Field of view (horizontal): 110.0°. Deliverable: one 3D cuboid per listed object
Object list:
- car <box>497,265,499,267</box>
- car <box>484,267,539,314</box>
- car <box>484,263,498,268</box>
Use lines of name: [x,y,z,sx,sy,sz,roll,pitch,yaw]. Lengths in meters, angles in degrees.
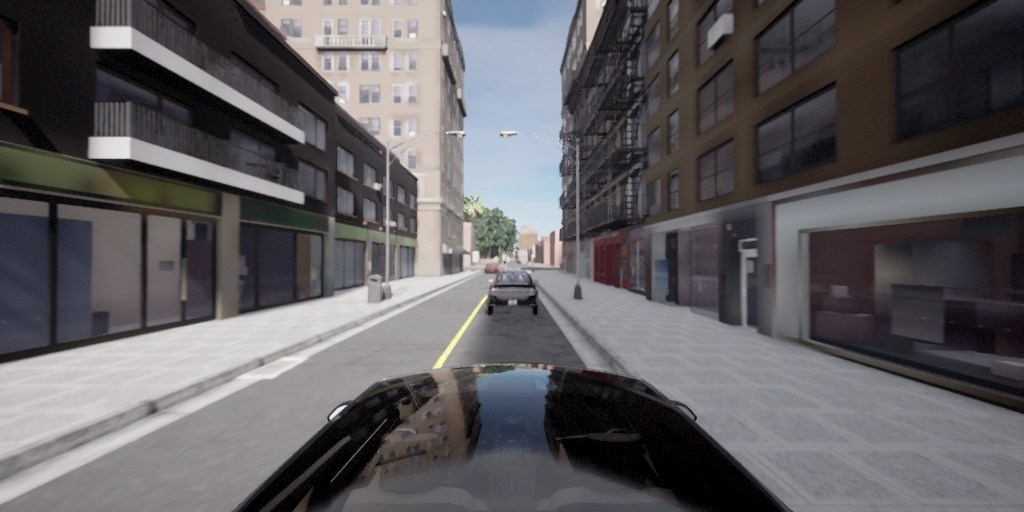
car: [0.042,1.579,28.636,1.895,1.301,4.718,0,0,1]
car: [0.046,1.346,14.237,2.128,1.511,4.902,0,0,1]
car: [-2.808,1.649,49.802,1.882,1.535,5.008,0,-1,0]
